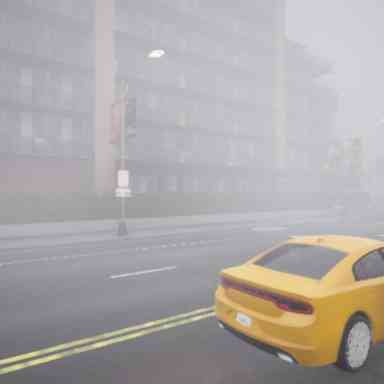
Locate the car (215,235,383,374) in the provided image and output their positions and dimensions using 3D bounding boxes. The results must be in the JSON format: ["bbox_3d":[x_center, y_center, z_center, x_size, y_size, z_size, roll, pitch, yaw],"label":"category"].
[{"bbox_3d":[2.695,1.486,5.708,5.008,1.535,1.882,0,0,-35],"label":"car"}]
